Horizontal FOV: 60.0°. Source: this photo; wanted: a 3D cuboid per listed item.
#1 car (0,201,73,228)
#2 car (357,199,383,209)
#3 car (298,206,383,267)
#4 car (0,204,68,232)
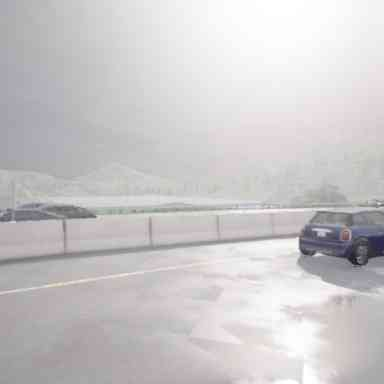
[{"bbox_3d":[-10.665,1.429,21.988,5.008,1.535,1.882,0,0,-34],"label":"car"},{"bbox_3d":[24.653,1.593,44.576,4.718,1.301,1.895,0,0,-21],"label":"car"},{"bbox_3d":[5.885,1.349,11.602,4.553,1.767,2.097,0,0,-32],"label":"car"},{"bbox_3d":[-8.105,1.491,15.280,4.674,1.442,1.812,0,0,-34],"label":"car"}]
